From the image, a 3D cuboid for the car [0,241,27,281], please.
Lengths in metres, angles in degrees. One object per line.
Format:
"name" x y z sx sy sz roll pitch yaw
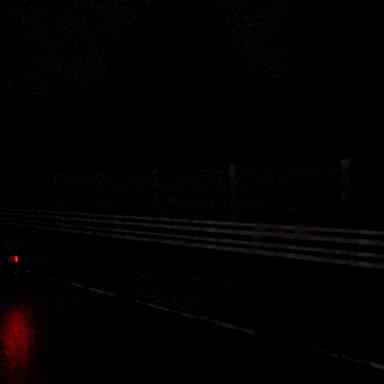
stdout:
"car" -6.344 1.601 8.585 4.718 1.301 1.895 0 0 36
